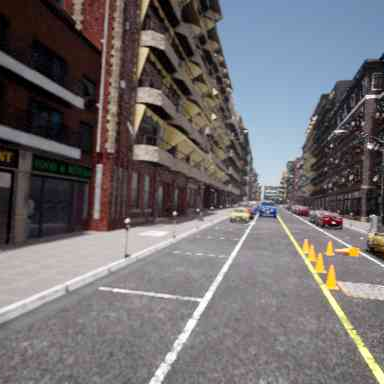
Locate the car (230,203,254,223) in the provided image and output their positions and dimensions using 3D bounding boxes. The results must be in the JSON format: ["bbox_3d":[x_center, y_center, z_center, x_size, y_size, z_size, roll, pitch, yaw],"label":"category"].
[{"bbox_3d":[4.606,2.110,31.518,1.752,1.417,4.829,4,0,13],"label":"car"}]

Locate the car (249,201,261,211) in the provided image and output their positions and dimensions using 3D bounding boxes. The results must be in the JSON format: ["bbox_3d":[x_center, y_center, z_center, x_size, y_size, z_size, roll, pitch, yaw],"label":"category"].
[{"bbox_3d":[13.163,2.813,69.441,2.192,1.841,5.009,4,0,13],"label":"car"}]

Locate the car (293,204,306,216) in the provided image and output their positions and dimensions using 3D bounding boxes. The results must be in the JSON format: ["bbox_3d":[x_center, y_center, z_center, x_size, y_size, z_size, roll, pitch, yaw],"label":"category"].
[{"bbox_3d":[17.167,2.989,51.461,1.887,1.381,4.507,4,-1,13],"label":"car"}]

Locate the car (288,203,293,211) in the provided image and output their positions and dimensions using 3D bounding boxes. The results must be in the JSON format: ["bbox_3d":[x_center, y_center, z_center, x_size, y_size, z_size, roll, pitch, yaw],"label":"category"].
[{"bbox_3d":[19.612,3.151,62.248,1.967,1.590,4.097,4,-1,13],"label":"car"}]

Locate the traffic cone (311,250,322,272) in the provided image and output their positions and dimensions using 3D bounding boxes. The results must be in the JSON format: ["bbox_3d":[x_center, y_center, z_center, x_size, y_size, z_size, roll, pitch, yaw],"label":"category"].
[{"bbox_3d":[4.133,2.272,10.754,0.340,0.580,0.340,3,-1,13],"label":"traffic cone"}]

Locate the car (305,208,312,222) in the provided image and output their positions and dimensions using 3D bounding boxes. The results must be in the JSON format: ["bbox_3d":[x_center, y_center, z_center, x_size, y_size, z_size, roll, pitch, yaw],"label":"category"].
[{"bbox_3d":[13.521,2.610,35.279,2.008,1.369,4.403,4,0,13],"label":"car"}]

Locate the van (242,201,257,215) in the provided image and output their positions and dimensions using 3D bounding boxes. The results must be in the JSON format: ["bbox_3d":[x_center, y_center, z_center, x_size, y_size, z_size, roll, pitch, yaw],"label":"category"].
[{"bbox_3d":[8.302,2.309,47.865,1.690,1.788,3.998,4,0,13],"label":"van"}]

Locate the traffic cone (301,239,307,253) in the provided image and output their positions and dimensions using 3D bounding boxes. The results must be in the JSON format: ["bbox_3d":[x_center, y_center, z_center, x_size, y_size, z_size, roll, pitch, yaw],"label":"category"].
[{"bbox_3d":[5.013,2.358,14.655,0.340,0.580,0.340,3,-1,13],"label":"traffic cone"}]

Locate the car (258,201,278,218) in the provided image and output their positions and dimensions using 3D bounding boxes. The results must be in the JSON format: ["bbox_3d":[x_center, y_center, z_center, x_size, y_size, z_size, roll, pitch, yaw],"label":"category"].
[{"bbox_3d":[9.797,2.197,42.926,2.150,2.045,5.566,3,-1,13],"label":"car"}]

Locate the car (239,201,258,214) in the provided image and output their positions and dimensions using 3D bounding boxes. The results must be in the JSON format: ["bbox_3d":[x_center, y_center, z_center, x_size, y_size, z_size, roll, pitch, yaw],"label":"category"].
[{"bbox_3d":[5.874,2.029,37.080,2.192,1.841,5.009,4,0,13],"label":"car"}]

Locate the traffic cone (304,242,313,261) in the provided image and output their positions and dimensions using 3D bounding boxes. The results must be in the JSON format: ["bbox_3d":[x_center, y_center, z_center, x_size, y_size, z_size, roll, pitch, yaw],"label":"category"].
[{"bbox_3d":[4.573,2.315,12.704,0.340,0.580,0.340,3,-1,13],"label":"traffic cone"}]

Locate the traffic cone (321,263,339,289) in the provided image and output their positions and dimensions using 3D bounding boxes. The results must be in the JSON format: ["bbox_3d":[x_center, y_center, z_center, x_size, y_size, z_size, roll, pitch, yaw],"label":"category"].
[{"bbox_3d":[3.694,2.229,8.803,0.340,0.580,0.340,3,-1,13],"label":"traffic cone"}]

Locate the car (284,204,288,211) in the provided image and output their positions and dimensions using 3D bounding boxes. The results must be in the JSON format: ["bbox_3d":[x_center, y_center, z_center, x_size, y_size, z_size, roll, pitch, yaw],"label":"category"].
[{"bbox_3d":[22.009,3.294,73.047,2.192,1.841,5.009,4,-1,13],"label":"car"}]

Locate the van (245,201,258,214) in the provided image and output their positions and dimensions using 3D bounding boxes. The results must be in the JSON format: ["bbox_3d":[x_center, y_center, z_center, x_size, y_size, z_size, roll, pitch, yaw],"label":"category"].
[{"bbox_3d":[9.516,2.440,53.261,1.690,1.788,3.998,4,0,13],"label":"van"}]

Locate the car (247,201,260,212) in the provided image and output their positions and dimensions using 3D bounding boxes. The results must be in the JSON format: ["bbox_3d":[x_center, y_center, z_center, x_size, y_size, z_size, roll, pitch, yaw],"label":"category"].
[{"bbox_3d":[11.948,2.679,64.048,2.192,1.841,5.009,4,0,13],"label":"car"}]

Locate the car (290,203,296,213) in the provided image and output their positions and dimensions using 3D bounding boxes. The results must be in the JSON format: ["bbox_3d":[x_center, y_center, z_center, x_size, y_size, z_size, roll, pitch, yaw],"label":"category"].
[{"bbox_3d":[18.382,3.121,56.854,1.887,1.381,4.507,4,-1,13],"label":"car"}]

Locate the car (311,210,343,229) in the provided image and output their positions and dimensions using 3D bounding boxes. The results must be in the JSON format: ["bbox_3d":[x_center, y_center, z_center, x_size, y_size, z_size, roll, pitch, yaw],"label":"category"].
[{"bbox_3d":[12.306,2.480,29.884,1.887,1.381,4.507,4,0,13],"label":"car"}]

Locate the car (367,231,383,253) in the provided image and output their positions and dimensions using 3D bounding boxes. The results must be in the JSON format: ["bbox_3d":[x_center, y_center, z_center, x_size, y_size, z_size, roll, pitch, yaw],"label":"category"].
[{"bbox_3d":[8.699,2.096,13.869,1.752,1.417,4.829,4,0,13],"label":"car"}]
